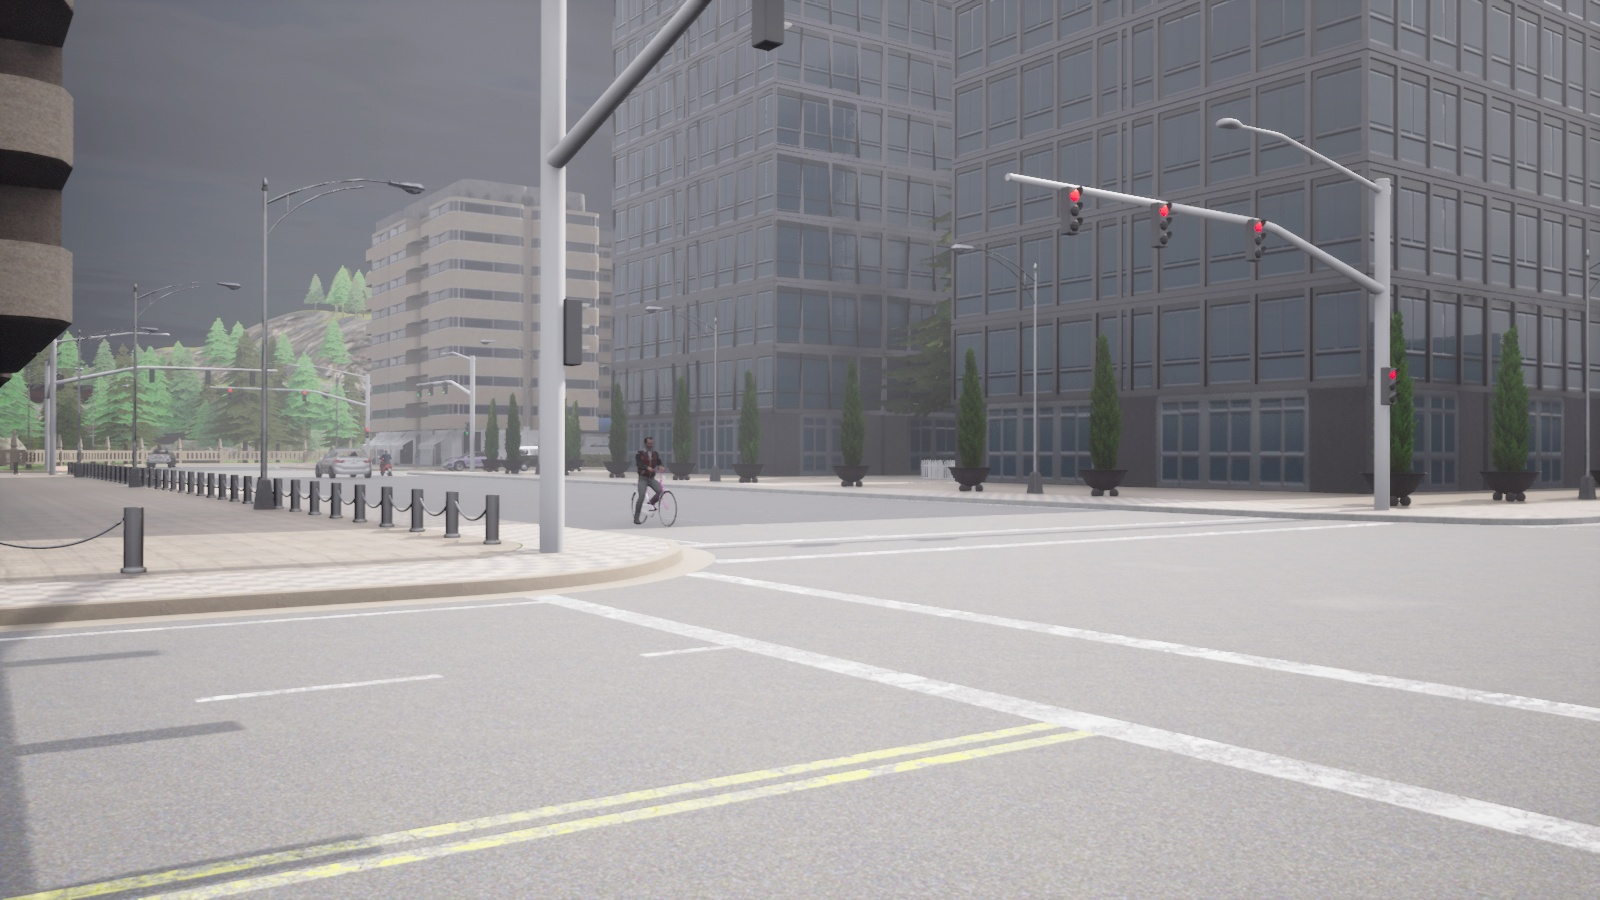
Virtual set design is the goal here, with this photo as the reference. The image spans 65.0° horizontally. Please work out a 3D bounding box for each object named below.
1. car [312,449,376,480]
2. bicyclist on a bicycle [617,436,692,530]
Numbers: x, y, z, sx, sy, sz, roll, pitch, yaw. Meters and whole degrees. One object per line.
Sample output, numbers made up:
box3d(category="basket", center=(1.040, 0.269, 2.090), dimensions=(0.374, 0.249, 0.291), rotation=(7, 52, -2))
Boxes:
box3d(category="car", center=(-25.532, 0.772, 70.218), dimensions=(2.242, 1.667, 4.611), rotation=(0, 0, -35))
box3d(category="bicyclist on a bicycle", center=(-2.877, 0.634, 24.760), dimensions=(0.659, 1.776, 1.843), rotation=(0, 0, -35))
